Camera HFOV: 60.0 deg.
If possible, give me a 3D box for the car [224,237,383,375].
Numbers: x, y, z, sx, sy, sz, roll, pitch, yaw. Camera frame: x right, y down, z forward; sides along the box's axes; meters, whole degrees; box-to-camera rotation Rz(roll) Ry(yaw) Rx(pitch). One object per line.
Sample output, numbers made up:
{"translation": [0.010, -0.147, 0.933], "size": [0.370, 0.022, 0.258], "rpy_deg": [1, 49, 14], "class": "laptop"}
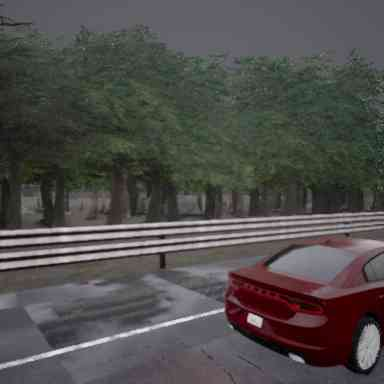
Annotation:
{"translation": [2.835, 1.526, 5.736], "size": [5.008, 1.535, 1.882], "rpy_deg": [1, 0, -35], "class": "car"}
